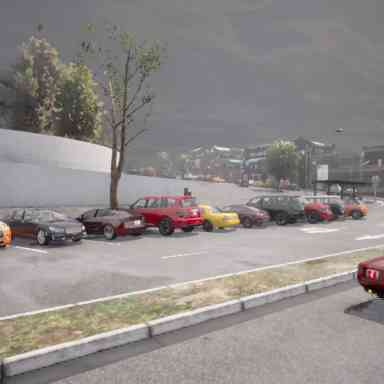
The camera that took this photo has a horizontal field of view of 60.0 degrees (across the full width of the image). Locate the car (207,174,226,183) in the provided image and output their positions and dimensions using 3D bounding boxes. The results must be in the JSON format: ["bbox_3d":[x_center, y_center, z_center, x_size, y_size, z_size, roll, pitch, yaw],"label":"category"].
[{"bbox_3d":[6.990,-3.174,87.318,1.946,1.575,5.366,7,3,34],"label":"car"}]

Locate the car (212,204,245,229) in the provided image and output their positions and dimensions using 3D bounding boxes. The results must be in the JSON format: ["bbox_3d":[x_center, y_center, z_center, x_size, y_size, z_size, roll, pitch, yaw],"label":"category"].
[{"bbox_3d":[0.261,1.504,20.598,5.366,1.575,1.946,-1,-1,35],"label":"car"}]

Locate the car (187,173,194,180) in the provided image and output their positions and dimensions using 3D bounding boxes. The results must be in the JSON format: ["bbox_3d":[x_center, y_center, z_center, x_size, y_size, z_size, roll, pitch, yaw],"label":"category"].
[{"bbox_3d":[1.614,-4.083,94.513,2.185,1.767,4.553,4,1,33],"label":"car"}]

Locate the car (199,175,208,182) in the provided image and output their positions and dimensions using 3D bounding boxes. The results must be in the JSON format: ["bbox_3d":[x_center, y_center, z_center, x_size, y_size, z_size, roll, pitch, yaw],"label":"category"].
[{"bbox_3d":[5.139,-3.696,89.577,2.435,2.045,5.566,7,3,34],"label":"car"}]

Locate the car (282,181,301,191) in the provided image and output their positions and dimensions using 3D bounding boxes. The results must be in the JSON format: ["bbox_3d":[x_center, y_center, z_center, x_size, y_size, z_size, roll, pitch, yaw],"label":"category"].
[{"bbox_3d":[20.736,-0.990,67.463,2.231,1.521,4.892,7,3,35],"label":"car"}]

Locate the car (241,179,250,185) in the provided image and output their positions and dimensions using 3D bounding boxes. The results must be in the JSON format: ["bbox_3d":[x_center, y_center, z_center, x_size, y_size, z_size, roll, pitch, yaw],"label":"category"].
[{"bbox_3d":[13.840,-2.041,77.347,2.002,1.452,4.674,7,4,35],"label":"car"}]

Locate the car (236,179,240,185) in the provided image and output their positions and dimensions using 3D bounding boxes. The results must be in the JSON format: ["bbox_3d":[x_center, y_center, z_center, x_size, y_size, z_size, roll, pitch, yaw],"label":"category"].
[{"bbox_3d":[12.097,-2.315,79.809,2.002,1.452,4.674,7,3,35],"label":"car"}]

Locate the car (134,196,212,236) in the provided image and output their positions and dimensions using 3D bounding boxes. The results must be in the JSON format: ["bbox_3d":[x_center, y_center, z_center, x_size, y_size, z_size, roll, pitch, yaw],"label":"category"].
[{"bbox_3d":[-2.058,1.249,18.770,5.566,2.045,2.435,-1,-1,35],"label":"car"}]

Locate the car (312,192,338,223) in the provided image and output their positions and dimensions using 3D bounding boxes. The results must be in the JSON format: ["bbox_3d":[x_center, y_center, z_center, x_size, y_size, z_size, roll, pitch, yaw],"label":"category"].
[{"bbox_3d":[7.807,1.269,25.689,5.566,2.045,2.435,-1,-1,35],"label":"car"}]

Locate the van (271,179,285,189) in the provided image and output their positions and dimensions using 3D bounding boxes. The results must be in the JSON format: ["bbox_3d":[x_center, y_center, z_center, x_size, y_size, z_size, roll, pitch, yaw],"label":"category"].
[{"bbox_3d":[18.976,-1.489,69.825,1.878,1.987,4.442,7,4,35],"label":"van"}]

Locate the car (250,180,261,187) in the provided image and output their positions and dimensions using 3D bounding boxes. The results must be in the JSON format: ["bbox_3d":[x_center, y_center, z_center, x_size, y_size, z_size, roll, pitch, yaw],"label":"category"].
[{"bbox_3d":[15.672,-1.810,75.027,1.946,1.575,5.366,7,3,35],"label":"car"}]

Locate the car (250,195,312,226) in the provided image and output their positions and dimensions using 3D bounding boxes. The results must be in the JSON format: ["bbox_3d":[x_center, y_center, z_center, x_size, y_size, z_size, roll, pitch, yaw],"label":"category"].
[{"bbox_3d":[5.294,1.264,23.984,5.566,2.045,2.435,-1,-1,35],"label":"car"}]

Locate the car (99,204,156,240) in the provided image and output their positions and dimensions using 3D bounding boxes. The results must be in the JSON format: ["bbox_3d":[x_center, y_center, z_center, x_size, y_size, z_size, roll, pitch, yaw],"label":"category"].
[{"bbox_3d":[-4.503,1.526,17.024,4.792,1.488,2.163,-1,-1,35],"label":"car"}]

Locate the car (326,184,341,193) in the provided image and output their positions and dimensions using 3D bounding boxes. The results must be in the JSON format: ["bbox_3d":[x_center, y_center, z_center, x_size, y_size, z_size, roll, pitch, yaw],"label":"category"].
[{"bbox_3d":[25.948,-0.424,60.078,2.435,2.045,5.566,7,3,35],"label":"car"}]

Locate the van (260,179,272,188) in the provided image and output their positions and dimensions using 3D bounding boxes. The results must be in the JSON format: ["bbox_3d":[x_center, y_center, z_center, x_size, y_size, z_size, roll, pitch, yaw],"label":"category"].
[{"bbox_3d":[17.247,-1.762,72.296,1.878,1.987,4.442,7,4,35],"label":"van"}]

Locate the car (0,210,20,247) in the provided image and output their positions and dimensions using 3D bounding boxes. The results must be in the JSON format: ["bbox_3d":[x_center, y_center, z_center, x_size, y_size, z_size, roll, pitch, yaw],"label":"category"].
[{"bbox_3d":[-9.389,1.367,13.551,4.553,1.767,2.185,-1,-1,34],"label":"car"}]

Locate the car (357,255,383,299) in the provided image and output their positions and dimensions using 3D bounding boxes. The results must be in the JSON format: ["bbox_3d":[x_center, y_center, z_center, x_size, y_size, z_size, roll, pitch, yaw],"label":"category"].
[{"bbox_3d":[5.642,1.609,7.155,4.718,1.301,1.895,0,0,-35],"label":"car"}]

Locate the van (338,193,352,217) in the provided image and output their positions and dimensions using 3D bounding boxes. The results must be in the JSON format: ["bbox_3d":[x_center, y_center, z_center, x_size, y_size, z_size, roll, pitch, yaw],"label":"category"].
[{"bbox_3d":[10.346,1.298,27.360,4.442,1.987,1.878,-1,-1,35],"label":"van"}]

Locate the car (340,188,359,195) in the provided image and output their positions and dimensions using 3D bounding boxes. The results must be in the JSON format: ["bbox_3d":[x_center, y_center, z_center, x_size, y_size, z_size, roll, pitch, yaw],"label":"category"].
[{"bbox_3d":[27.639,0.138,57.606,2.002,1.452,4.674,7,3,35],"label":"car"}]

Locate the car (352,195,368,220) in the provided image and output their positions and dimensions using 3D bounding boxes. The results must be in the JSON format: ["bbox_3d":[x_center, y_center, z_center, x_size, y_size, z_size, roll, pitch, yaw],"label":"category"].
[{"bbox_3d":[12.754,1.405,29.110,4.553,1.767,2.185,-1,-1,35],"label":"car"}]

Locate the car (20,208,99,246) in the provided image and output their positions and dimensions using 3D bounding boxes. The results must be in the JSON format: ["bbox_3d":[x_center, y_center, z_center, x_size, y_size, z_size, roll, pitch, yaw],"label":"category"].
[{"bbox_3d":[-6.923,1.495,15.278,4.892,1.521,2.231,-1,-1,35],"label":"car"}]

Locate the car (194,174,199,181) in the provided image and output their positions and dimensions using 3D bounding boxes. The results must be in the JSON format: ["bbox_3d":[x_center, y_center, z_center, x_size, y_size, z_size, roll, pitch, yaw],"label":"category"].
[{"bbox_3d":[3.344,-3.848,92.043,2.185,1.767,4.553,6,3,34],"label":"car"}]

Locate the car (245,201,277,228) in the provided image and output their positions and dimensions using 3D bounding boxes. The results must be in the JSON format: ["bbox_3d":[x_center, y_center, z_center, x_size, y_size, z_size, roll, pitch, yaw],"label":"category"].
[{"bbox_3d":[2.867,1.550,22.226,4.674,1.452,2.002,-1,-1,35],"label":"car"}]
